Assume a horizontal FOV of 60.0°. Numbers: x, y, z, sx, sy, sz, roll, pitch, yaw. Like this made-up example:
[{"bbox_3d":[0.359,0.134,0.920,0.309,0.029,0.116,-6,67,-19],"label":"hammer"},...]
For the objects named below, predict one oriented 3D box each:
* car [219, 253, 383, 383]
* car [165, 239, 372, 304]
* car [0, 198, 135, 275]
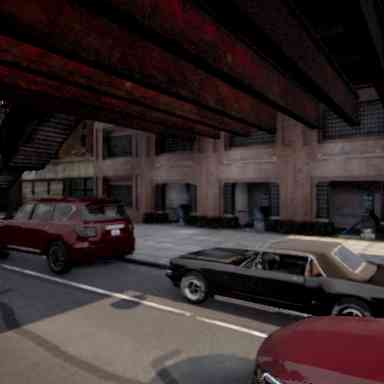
[{"bbox_3d":[2.669,1.531,2.101,4.674,1.442,1.812,0,0,35],"label":"car"},{"bbox_3d":[1.777,1.589,6.471,4.718,1.301,1.895,0,0,35],"label":"car"},{"bbox_3d":[-4.316,1.196,10.661,5.566,2.045,2.435,0,0,35],"label":"car"}]
